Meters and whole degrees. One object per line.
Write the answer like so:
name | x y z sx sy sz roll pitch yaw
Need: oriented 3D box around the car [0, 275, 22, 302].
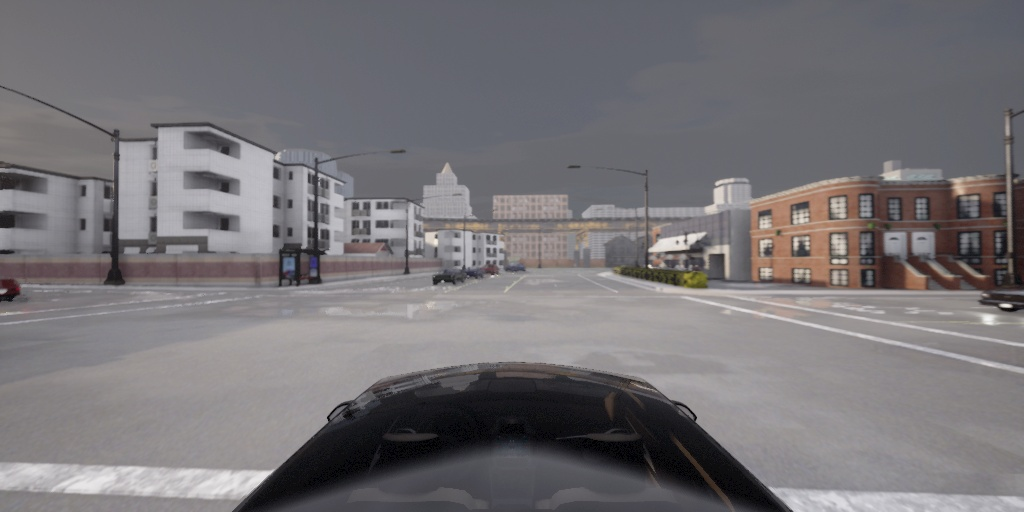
car | -23.456 1.266 14.913 4.674 1.442 1.812 1 -1 1

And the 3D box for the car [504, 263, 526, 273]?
car | 0.550 1.901 61.093 2.097 1.767 4.553 -1 -1 31

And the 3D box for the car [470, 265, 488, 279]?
car | -4.346 1.863 39.840 1.895 1.301 4.718 0 -1 6

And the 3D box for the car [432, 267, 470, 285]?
car | -5.254 1.733 30.432 1.895 1.301 4.718 0 -1 5

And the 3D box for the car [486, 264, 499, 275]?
car | -3.078 1.883 50.232 1.882 1.535 5.008 0 -1 9

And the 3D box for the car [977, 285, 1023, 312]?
car | 19.774 1.320 12.265 5.357 1.411 2.033 0 -1 4
